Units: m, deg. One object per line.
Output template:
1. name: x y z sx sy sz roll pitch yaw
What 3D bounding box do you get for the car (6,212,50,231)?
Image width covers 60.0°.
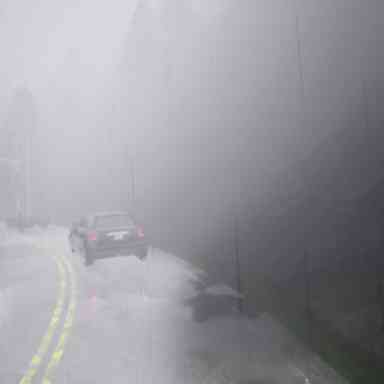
1. car: -12.369 2.116 24.872 1.895 1.301 4.718 -3 0 -42

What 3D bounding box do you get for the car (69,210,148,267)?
1. car: -3.326 1.508 12.598 2.097 1.767 4.553 -2 0 -27
